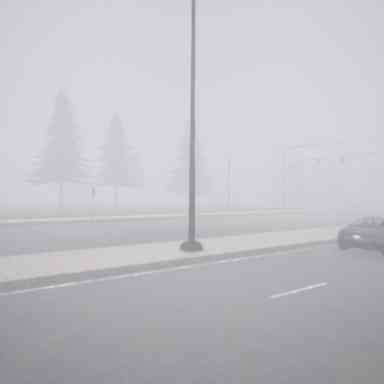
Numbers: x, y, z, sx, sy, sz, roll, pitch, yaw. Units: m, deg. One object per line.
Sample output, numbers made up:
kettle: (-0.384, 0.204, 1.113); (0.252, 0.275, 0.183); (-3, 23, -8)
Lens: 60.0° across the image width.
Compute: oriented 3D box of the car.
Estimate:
car: (7.889, 1.695, 13.793); (4.181, 1.385, 1.994); (1, 0, -35)
